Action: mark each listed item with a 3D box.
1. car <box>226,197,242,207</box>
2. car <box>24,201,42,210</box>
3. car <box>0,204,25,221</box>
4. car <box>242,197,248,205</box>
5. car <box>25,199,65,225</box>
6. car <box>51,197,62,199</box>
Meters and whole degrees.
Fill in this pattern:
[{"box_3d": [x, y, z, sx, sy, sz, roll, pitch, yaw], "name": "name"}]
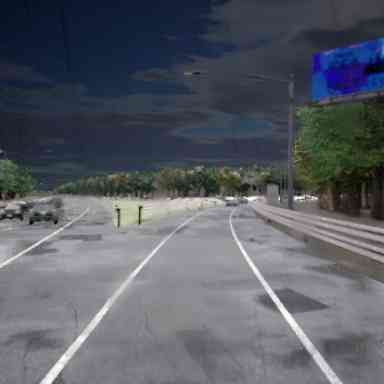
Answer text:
[{"box_3d": [7.409, 1.955, 60.707, 1.994, 1.385, 4.181, 0, 0, 17], "name": "car"}, {"box_3d": [-26.054, 2.184, 54.701, 1.837, 1.490, 4.892, 1, -1, -16], "name": "car"}, {"box_3d": [-15.974, 1.859, 30.348, 1.812, 1.442, 4.674, 0, -1, -14], "name": "car"}, {"box_3d": [10.483, 1.871, 69.801, 2.128, 1.511, 4.902, 0, 0, 23], "name": "car"}, {"box_3d": [-11.677, 1.650, 27.094, 2.097, 1.767, 4.553, 0, -1, -14], "name": "car"}, {"box_3d": [-23.349, 1.953, 57.549, 2.150, 2.045, 5.566, 0, -1, -16], "name": "car"}]
